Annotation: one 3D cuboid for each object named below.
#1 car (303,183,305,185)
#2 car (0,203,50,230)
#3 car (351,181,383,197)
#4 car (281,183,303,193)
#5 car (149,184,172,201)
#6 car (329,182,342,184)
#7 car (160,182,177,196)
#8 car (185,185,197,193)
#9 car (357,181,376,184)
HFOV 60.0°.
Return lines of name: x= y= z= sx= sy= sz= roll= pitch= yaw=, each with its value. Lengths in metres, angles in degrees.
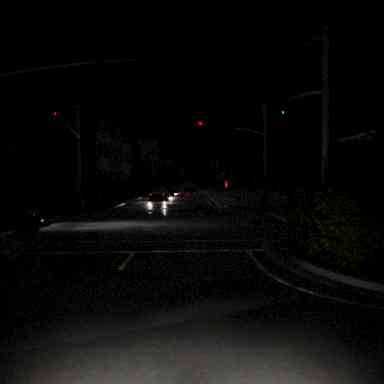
car: x=18.889 y=-0.877 z=59.132 sx=1.970 sy=1.475 sz=3.806 roll=-1 pitch=2 yaw=0
car: x=-10.046 y=1.231 z=17.388 sx=4.718 sy=1.301 sz=1.895 roll=-1 pitch=2 yaw=0
car: x=22.257 y=-0.464 z=42.094 sx=1.932 sy=1.855 sz=4.605 roll=-1 pitch=2 yaw=0
car: x=15.265 y=-0.529 z=52.071 sx=2.007 sy=1.523 sz=4.514 roll=-1 pitch=2 yaw=0
car: x=-3.719 y=0.160 z=37.765 sx=1.882 sy=1.535 sz=5.008 roll=-1 pitch=2 yaw=0
car: x=25.304 y=-1.038 z=59.485 sx=2.152 sy=1.636 sz=5.027 roll=-1 pitch=2 yaw=0
car: x=-3.748 y=-0.457 z=48.292 sx=2.150 sy=2.045 sz=5.566 roll=-1 pitch=2 yaw=-1
car: x=-0.173 y=-0.549 z=58.693 sx=1.812 sy=1.442 sz=4.674 roll=-1 pitch=2 yaw=0
car: x=19.013 y=-0.178 z=34.214 sx=1.905 sy=1.878 sz=3.866 roll=-1 pitch=2 yaw=0
